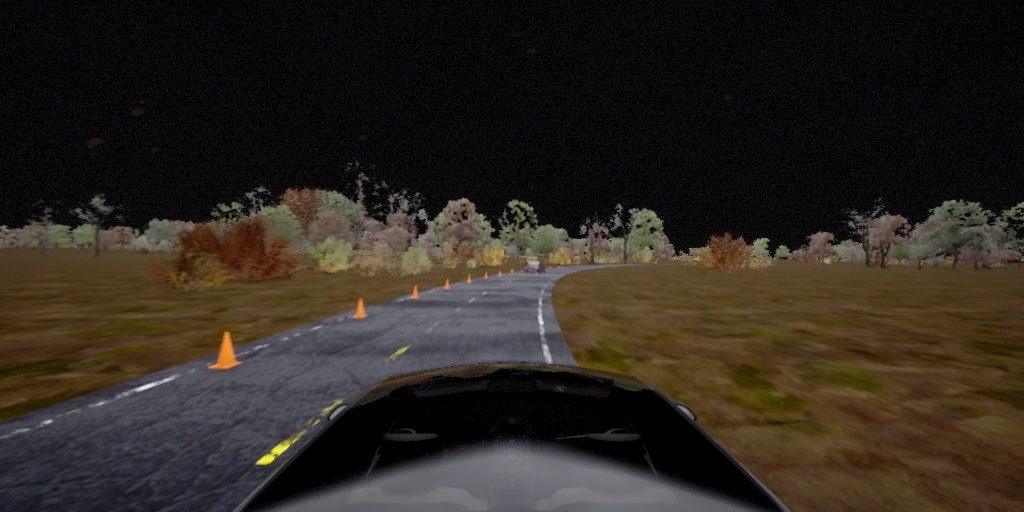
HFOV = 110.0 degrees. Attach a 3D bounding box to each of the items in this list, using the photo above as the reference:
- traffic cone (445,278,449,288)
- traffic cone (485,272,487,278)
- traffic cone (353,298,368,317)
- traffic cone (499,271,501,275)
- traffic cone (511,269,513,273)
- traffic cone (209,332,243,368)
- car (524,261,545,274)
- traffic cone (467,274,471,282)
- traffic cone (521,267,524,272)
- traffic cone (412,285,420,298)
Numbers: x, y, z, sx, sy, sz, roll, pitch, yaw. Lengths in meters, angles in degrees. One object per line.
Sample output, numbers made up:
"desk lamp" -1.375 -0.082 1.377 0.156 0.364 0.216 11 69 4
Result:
"traffic cone" -3.890 1.643 21.525 0.340 0.580 0.340 0 0 7
"traffic cone" -2.288 1.666 31.578 0.340 0.580 0.340 0 0 11
"traffic cone" -4.812 1.629 11.387 0.340 0.580 0.340 0 0 3
"traffic cone" -1.235 1.681 36.559 0.340 0.580 0.340 0 0 13
"traffic cone" -0.014 1.698 41.501 0.340 0.580 0.340 0 0 15
"traffic cone" -5.017 1.625 6.300 0.340 0.580 0.340 0 0 1
"car" 2.714 1.307 42.490 1.812 1.442 4.674 1 0 16
"traffic cone" -3.174 1.653 26.565 0.340 0.580 0.340 0 0 9
"traffic cone" 1.372 1.718 46.400 0.340 0.580 0.340 0 0 17
"traffic cone" -4.436 1.635 16.464 0.340 0.580 0.340 0 0 5
